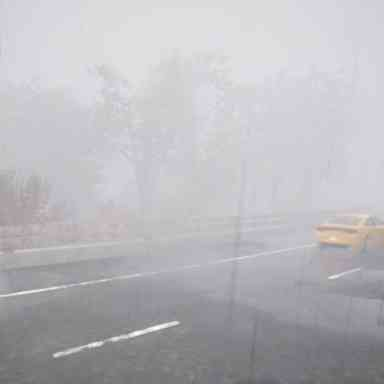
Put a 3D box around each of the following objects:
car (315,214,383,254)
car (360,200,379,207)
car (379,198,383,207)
[{"bbox_3d":[7.308,1.696,14.679,5.008,1.535,1.882,1,0,-43],"label":"car"},{"bbox_3d":[38.910,2.640,73.750,1.994,1.385,4.181,0,-1,7],"label":"car"},{"bbox_3d":[42.366,2.332,73.191,2.150,2.045,5.566,0,-1,7],"label":"car"}]
